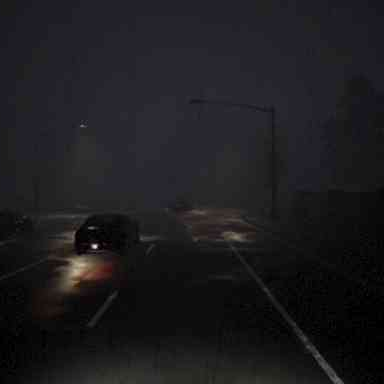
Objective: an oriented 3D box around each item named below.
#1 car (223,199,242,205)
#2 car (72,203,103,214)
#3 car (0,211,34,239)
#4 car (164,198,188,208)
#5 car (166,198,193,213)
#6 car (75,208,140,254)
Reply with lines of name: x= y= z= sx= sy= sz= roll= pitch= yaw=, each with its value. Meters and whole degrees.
car: x=9.399 y=2.261 z=77.905 sx=4.718 sy=1.301 sz=1.895 roll=0 pitch=-1 yaw=-40
car: x=-12.944 y=2.030 z=41.339 sx=1.895 sy=1.301 sz=4.718 roll=0 pitch=-1 yaw=10
car: x=-10.577 y=1.749 z=18.528 sx=1.994 sy=1.385 sz=4.181 roll=0 pitch=-1 yaw=0
car: x=-2.708 y=1.921 z=58.449 sx=2.097 sy=1.767 sz=4.553 roll=-1 pitch=-1 yaw=30
car: x=-1.269 y=1.890 z=43.817 sx=2.128 sy=1.511 sz=4.902 roll=-1 pitch=-1 yaw=15
car: x=-3.404 y=1.648 z=14.083 sx=1.837 sy=1.490 sz=4.892 roll=0 pitch=0 yaw=0
